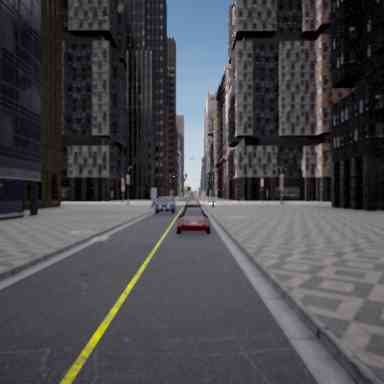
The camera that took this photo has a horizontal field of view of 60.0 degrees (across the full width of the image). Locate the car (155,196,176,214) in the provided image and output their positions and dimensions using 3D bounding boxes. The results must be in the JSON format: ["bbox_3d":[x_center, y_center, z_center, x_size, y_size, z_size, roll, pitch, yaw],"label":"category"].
[{"bbox_3d":[-3.005,1.506,38.629,2.150,2.045,5.566,0,0,0],"label":"car"}]

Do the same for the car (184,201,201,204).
[{"bbox_3d":[0.095,1.719,38.083,1.882,1.535,5.008,0,0,0],"label":"car"}]

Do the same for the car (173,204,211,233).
[{"bbox_3d":[0.095,1.693,20.457,1.994,1.385,4.181,0,0,0],"label":"car"}]
